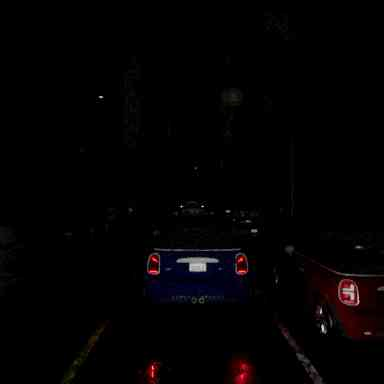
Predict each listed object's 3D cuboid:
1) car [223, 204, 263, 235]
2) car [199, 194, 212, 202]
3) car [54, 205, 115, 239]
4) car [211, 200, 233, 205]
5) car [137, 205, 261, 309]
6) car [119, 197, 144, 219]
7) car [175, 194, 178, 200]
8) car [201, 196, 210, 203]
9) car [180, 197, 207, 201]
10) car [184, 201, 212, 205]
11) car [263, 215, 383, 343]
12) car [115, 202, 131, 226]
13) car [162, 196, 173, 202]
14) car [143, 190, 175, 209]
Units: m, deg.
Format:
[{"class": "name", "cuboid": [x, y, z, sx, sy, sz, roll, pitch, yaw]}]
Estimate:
[{"class": "car", "cuboid": [2.860, 1.551, 17.448, 2.008, 1.369, 4.403, 0, 0, 0]}, {"class": "car", "cuboid": [2.912, 1.480, 65.541, 1.967, 1.590, 4.097, 0, 0, 0]}, {"class": "car", "cuboid": [-5.665, 1.566, 17.451, 1.947, 1.339, 4.313, 0, 0, 0]}, {"class": "car", "cuboid": [2.865, 1.568, 28.451, 1.947, 1.339, 4.313, 0, 0, 0]}, {"class": "car", "cuboid": [0.102, 1.352, 8.015, 2.097, 1.767, 4.553, 0, 0, 0]}, {"class": "car", "cuboid": [-5.661, 1.442, 28.454, 1.967, 1.590, 4.097, 0, 0, 0]}, {"class": "car", "cuboid": [-5.554, 1.632, 92.430, 1.752, 1.417, 4.829, 0, 0, 0]}, {"class": "car", "cuboid": [2.924, 1.575, 71.120, 1.752, 1.417, 4.829, 0, 0, 0]}, {"class": "car", "cuboid": [0.010, 1.458, 27.317, 1.801, 1.575, 5.366, 0, 0, 0]}, {"class": "car", "cuboid": [0.102, 1.478, 17.295, 1.882, 1.535, 5.008, 0, 0, 0]}, {"class": "car", "cuboid": [2.856, 1.440, 6.445, 1.967, 1.590, 4.097, 0, 0, 0]}, {"class": "car", "cuboid": [-5.663, 1.583, 22.953, 1.802, 1.307, 4.206, 0, 0, 0]}, {"class": "car", "cuboid": [-5.588, 1.612, 76.374, 2.008, 1.369, 4.403, 0, 0, 0]}, {"class": "car", "cuboid": [-2.990, 0.842, 29.196, 2.150, 2.045, 5.566, 0, 0, 0]}]
